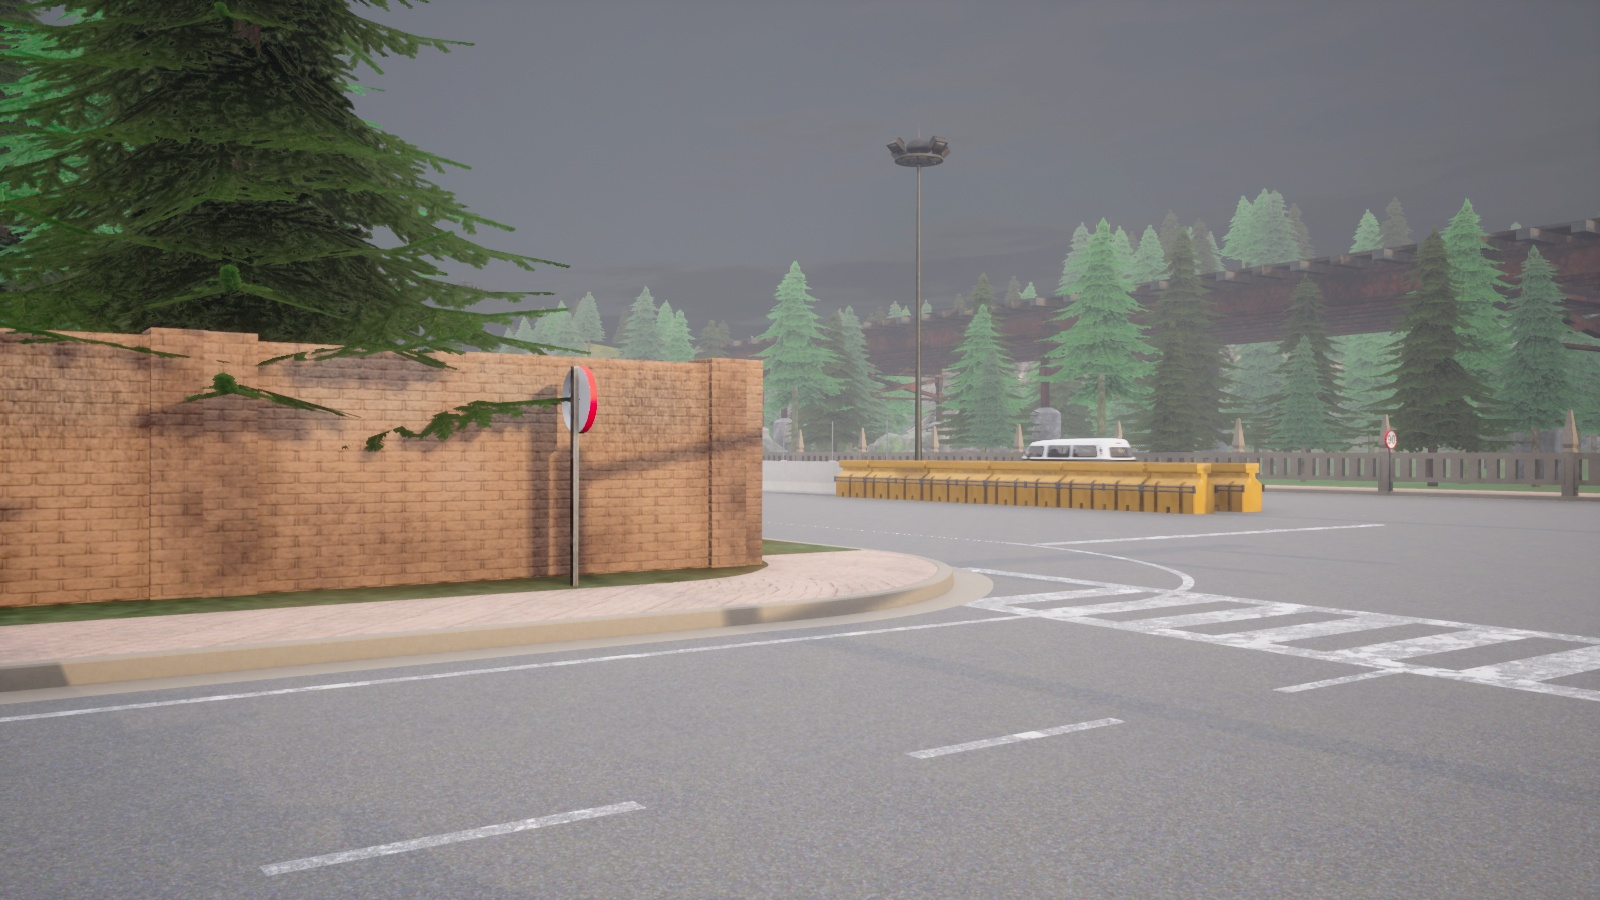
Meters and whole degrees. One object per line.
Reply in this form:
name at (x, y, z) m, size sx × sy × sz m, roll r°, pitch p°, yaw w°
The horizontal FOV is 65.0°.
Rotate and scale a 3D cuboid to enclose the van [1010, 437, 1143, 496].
van at (9.952, 0.560, 45.444) m, size 2.069 × 2.038 × 4.480 m, roll 0°, pitch 0°, yaw -35°
